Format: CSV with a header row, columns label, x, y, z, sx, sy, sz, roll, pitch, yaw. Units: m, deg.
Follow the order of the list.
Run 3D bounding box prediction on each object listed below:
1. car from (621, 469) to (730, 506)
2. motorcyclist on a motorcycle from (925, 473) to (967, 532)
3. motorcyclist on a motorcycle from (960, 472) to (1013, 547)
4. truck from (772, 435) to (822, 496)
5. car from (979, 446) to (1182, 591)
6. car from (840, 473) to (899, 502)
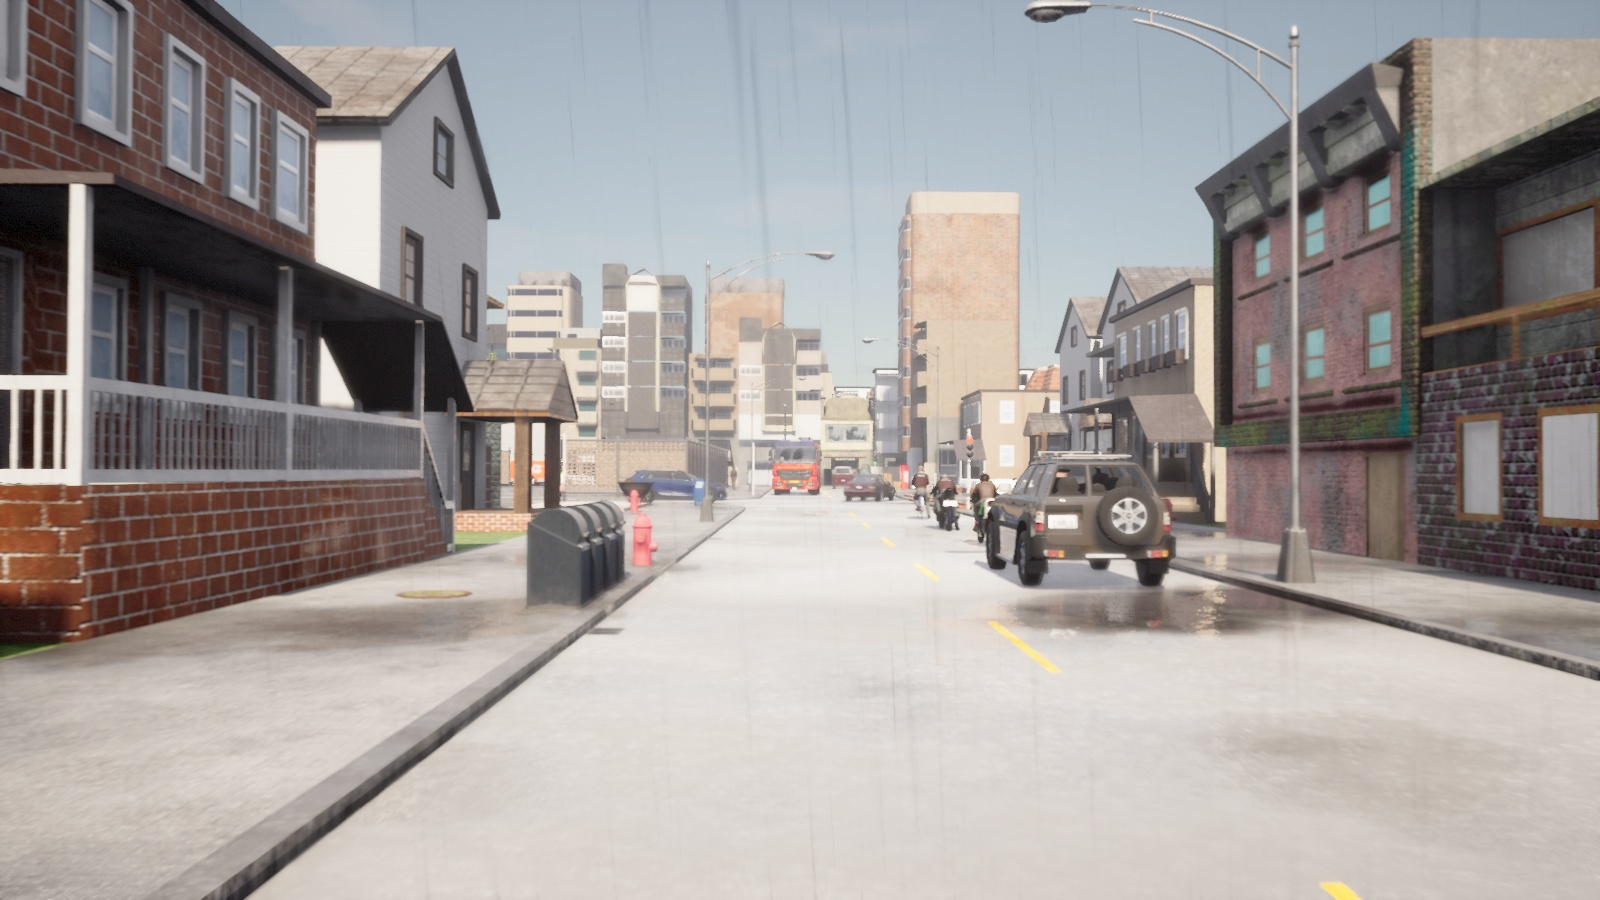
label,x,y,z,sx,sy,sz,roll,pitch,yaw
car,-5.770,1.739,58.567,4.856,1.649,2.033,1,-1,-1
motorcyclist on a motorcycle,3.912,1.396,33.788,0.866,1.530,2.191,0,-1,0
motorcyclist on a motorcycle,3.931,1.223,26.596,0.797,1.523,2.044,0,-1,0
truck,-0.141,1.038,83.391,2.891,3.827,8.468,0,-1,3
car,3.952,0.923,18.516,1.932,1.855,4.605,0,-1,0
car,3.680,1.939,65.651,2.033,1.411,5.357,0,-1,15
